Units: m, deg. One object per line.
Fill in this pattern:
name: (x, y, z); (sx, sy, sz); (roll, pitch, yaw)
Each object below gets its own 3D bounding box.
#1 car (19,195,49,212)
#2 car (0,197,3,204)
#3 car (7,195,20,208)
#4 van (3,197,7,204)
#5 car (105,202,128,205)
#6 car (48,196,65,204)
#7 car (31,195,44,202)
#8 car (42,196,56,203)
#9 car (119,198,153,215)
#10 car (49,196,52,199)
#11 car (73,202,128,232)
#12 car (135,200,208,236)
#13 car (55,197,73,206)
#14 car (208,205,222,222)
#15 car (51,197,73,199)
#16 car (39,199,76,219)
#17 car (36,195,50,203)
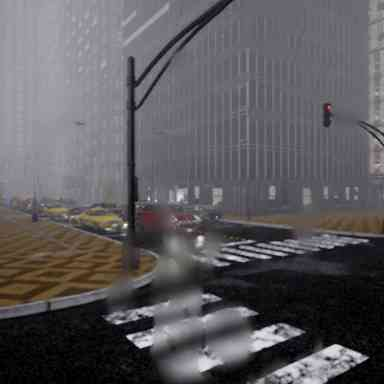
car: (-18.910, 1.506, 39.725); (1.967, 1.590, 4.097); (0, 0, -36)
car: (-35.134, 1.554, 62.282); (2.008, 1.369, 4.403); (0, 0, -36)
car: (-25.400, 1.481, 48.748); (1.967, 1.590, 4.097); (0, 0, -36)
van: (-28.644, 1.370, 53.259); (1.690, 1.788, 3.998); (0, 0, -36)
car: (-7.202, 1.602, 27.668); (1.837, 1.490, 4.892); (0, 0, -36)
car: (-25.492, 1.552, 62.372); (2.008, 1.369, 4.403); (0, 0, -36)
car: (-35.325, 1.488, 76.044); (1.752, 1.417, 4.829); (0, 0, -36)
car: (-28.736, 1.571, 66.884); (1.802, 1.307, 4.206); (0, 0, -36)
car: (-5.977, 1.516, 35.340); (1.967, 1.590, 4.097); (0, 0, -36)
car: (-24.293, 1.496, 56.496); (1.882, 1.535, 5.008); (0, 0, -35)
car: (-5.937, 1.640, 21.467); (1.752, 1.417, 4.829); (0, 0, -36)
car: (-1.435, 1.470, 19.647); (2.097, 1.767, 4.553); (0, 0, -36)
car: (-22.247, 1.559, 57.861); (1.887, 1.381, 4.507); (0, 0, -36)
car: (0.571, 1.650, 26.357); (2.008, 1.369, 4.403); (0, 0, -36)
car: (-13.378, 1.622, 36.266); (2.033, 1.411, 5.357); (0, 0, -36)
car: (-12.370, 1.616, 30.532); (1.752, 1.417, 4.829); (0, 0, -36)
car: (-31.981, 1.416, 71.395); (1.967, 1.590, 4.097); (0, 0, -36)
